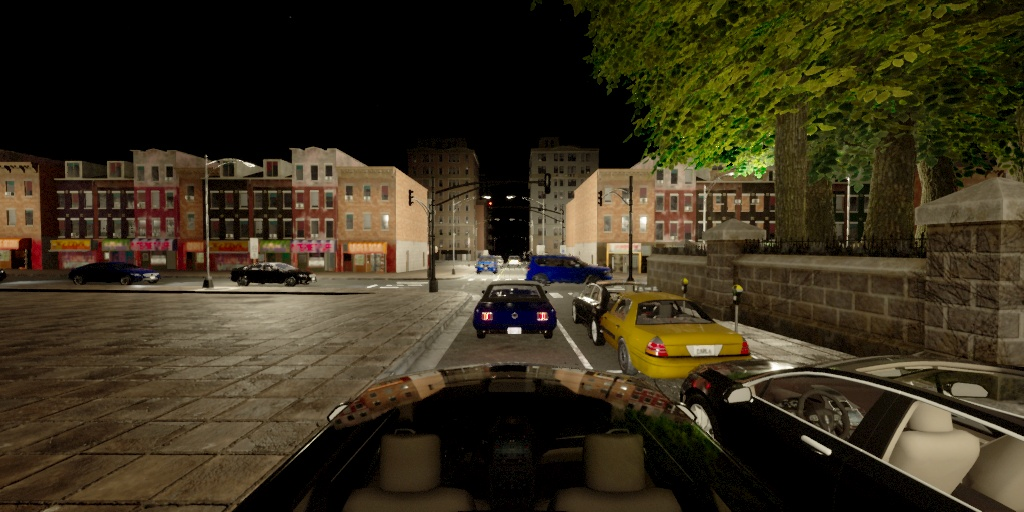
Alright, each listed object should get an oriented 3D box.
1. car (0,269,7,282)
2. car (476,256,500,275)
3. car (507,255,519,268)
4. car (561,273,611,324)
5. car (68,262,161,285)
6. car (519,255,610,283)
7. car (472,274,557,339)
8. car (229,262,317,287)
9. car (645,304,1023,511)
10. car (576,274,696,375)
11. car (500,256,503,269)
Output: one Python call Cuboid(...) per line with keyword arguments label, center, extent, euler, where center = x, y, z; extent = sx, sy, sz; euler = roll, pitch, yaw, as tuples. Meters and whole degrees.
Cuboid(label="car", center=(-35.283, 0.970, 22.768), extent=(4.674, 1.442, 1.812), euler=(1, 1, 1))
Cuboid(label="car", center=(-2.744, 0.984, 40.079), extent=(2.150, 2.045, 5.566), euler=(0, 0, 0))
Cuboid(label="car", center=(0.379, 1.012, 63.734), extent=(2.150, 2.045, 5.566), euler=(0, 0, 0))
Cuboid(label="car", center=(2.658, 1.299, 9.262), extent=(2.007, 1.370, 4.403), euler=(0, 0, 0))
Cuboid(label="car", center=(-25.140, 1.084, 22.740), extent=(4.674, 1.442, 1.812), euler=(1, 1, 0))
Cuboid(label="car", center=(3.585, 1.007, 23.150), extent=(5.566, 2.045, 2.150), euler=(1, 3, 20))
Cuboid(label="car", center=(0.072, 1.349, 10.066), extent=(1.895, 1.301, 4.718), euler=(0, 0, 0))
Cuboid(label="car", center=(-15.035, 1.160, 22.721), extent=(4.902, 1.511, 2.128), euler=(1, 1, 0))
Cuboid(label="car", center=(2.637, 1.300, 2.127), extent=(2.007, 1.370, 4.403), euler=(0, 0, 0))
Cuboid(label="car", center=(2.684, 1.274, 7.289), extent=(1.751, 1.417, 4.829), euler=(0, 0, 0))
Cuboid(label="car", center=(-2.590, 1.004, 58.183), extent=(2.150, 2.045, 5.566), euler=(0, 0, 1))
